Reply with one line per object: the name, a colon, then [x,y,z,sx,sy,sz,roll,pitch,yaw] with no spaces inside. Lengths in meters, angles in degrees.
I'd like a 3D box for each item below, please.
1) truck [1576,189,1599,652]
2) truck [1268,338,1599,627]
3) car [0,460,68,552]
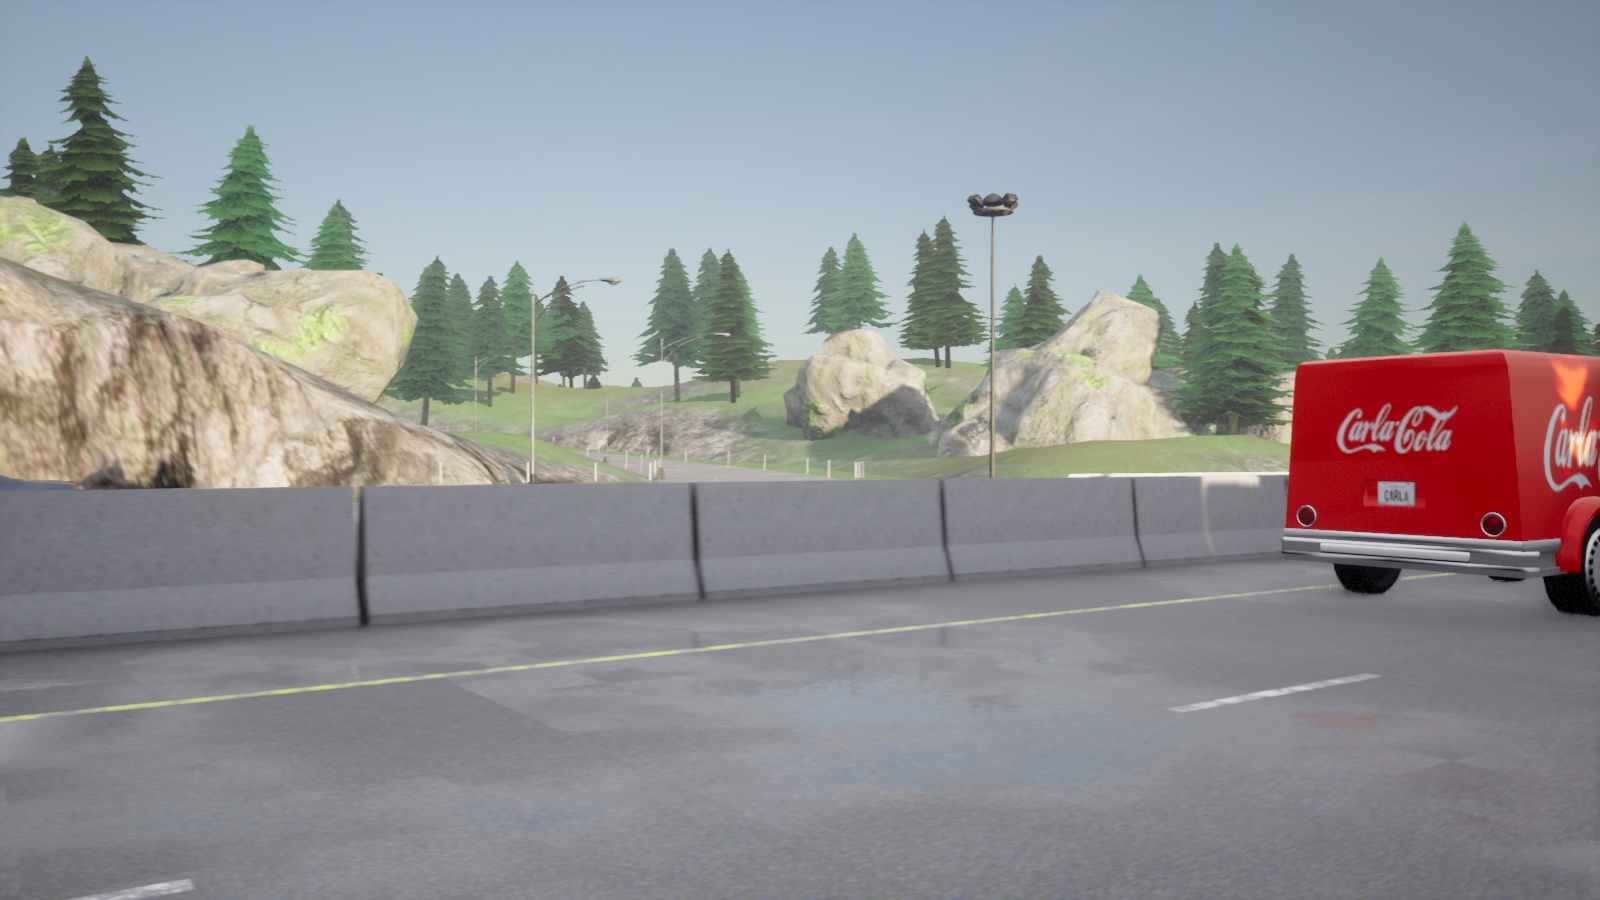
truck: [9.972,-0.228,10.602,7.936,3.462,2.891,0,0,-35]
truck: [7.686,0.279,13.273,5.204,2.467,2.627,0,0,-35]
car: [-14.388,0.869,19.230,5.357,1.411,2.033,0,0,-35]
